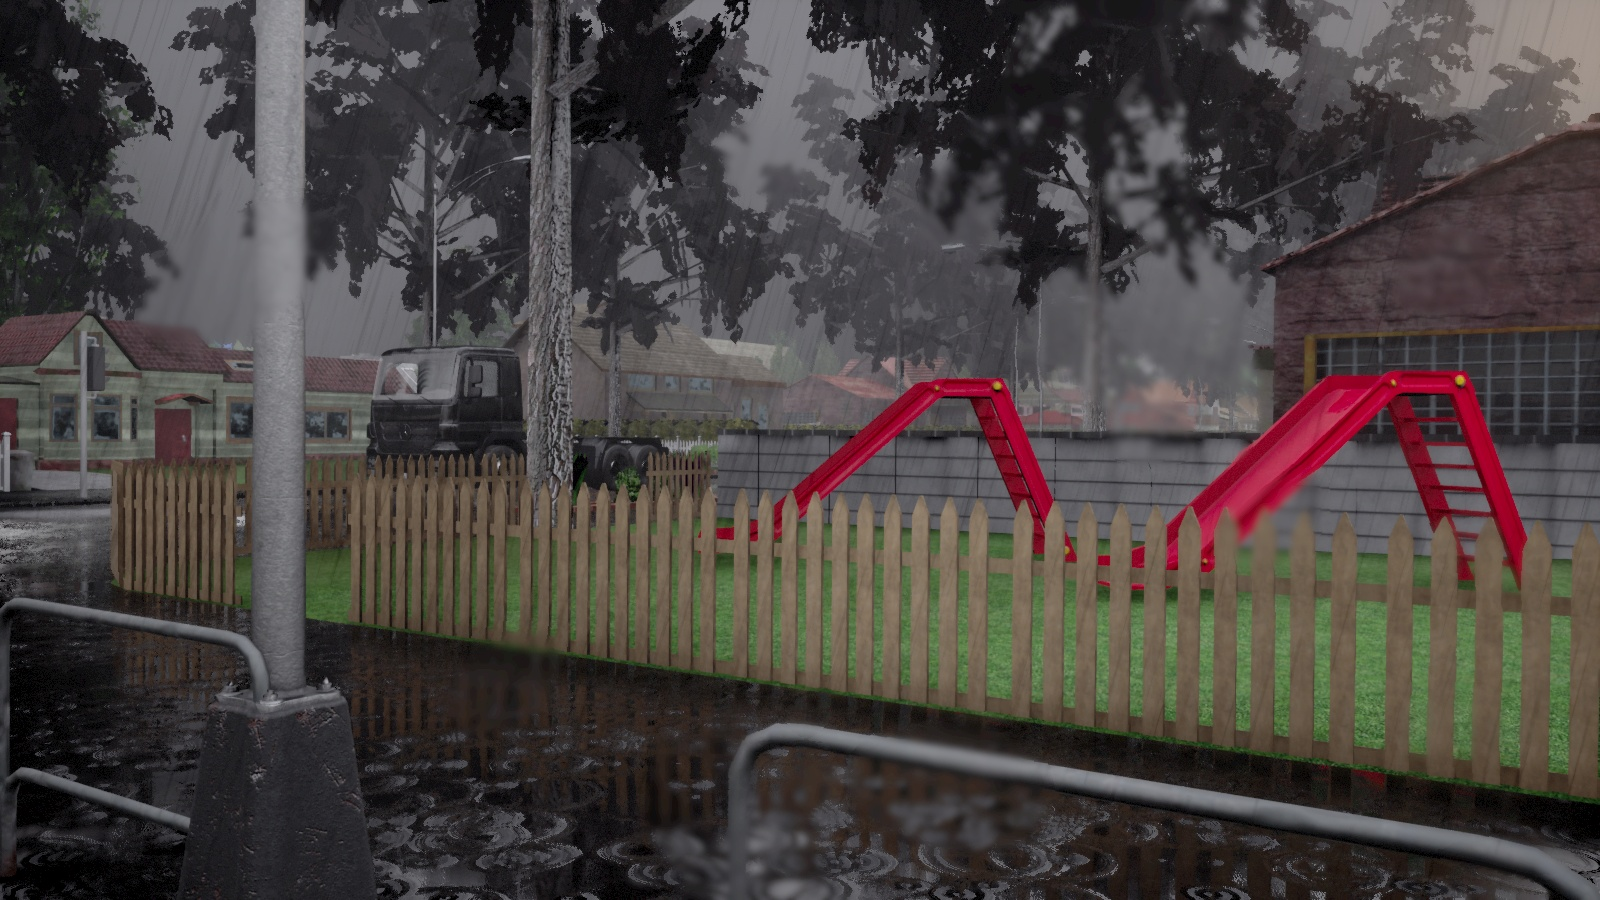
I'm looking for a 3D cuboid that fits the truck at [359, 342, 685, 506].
[{"bbox_3d":[-6.449,-0.610,30.605,2.891,3.462,7.936,0,1,34],"label":"truck"}]
